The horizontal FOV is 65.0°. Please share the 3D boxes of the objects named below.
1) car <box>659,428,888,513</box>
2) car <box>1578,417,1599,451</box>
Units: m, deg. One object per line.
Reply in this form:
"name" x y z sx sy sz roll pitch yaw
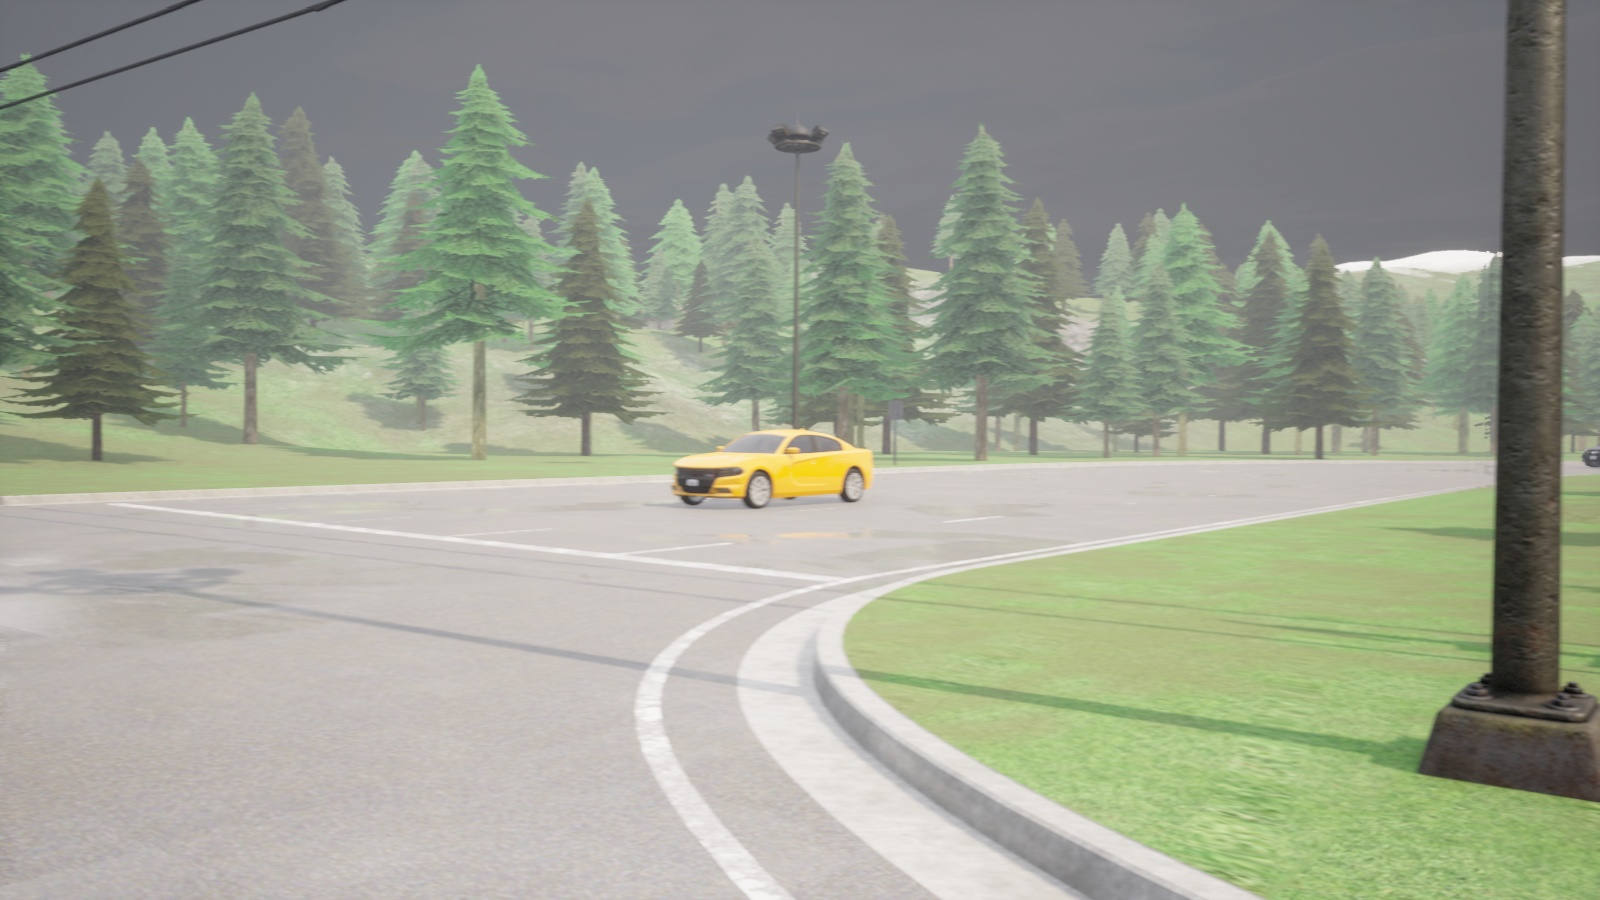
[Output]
"car" -0.408 0.334 25.500 1.882 1.535 5.008 0 1 38
"car" 40.911 -0.799 61.023 5.027 1.651 2.152 -1 1 -8
